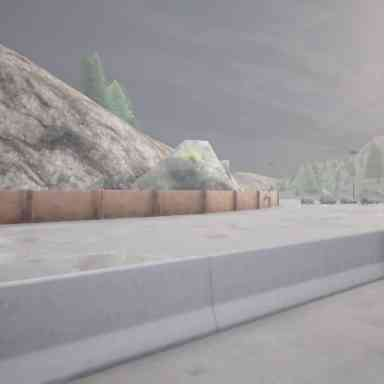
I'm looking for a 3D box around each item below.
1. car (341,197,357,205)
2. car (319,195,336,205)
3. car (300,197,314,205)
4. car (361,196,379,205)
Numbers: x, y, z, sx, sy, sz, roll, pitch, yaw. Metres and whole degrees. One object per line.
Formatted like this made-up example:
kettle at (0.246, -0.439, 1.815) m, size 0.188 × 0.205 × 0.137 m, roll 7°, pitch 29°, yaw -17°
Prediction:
car at (27.825, 1.558, 59.188) m, size 1.812 × 1.442 × 4.674 m, roll 0°, pitch 0°, yaw 11°
car at (24.389, 1.402, 59.856) m, size 2.097 × 1.767 × 4.553 m, roll 0°, pitch 0°, yaw 11°
car at (20.942, 1.557, 60.466) m, size 1.812 × 1.442 × 4.674 m, roll 0°, pitch 0°, yaw 11°
car at (31.266, 1.518, 58.549) m, size 2.128 × 1.511 × 4.902 m, roll 0°, pitch 0°, yaw 11°
